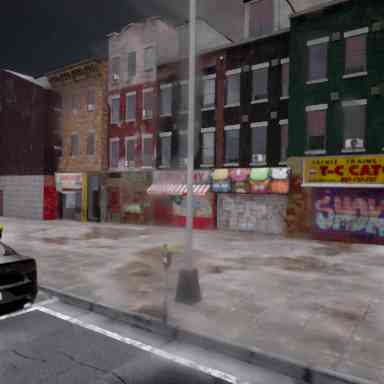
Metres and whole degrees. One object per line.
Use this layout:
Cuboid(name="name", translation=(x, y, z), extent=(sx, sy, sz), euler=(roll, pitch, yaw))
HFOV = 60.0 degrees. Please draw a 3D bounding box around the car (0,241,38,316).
Cuboid(name="car", translation=(-5.052, 1.476, 6.547), extent=(5.008, 1.535, 1.882), euler=(0, 0, 35))
